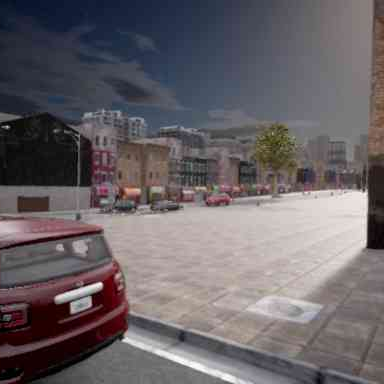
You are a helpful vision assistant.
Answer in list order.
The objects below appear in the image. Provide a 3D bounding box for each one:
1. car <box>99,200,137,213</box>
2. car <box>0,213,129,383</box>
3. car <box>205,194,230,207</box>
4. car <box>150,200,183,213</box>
[{"bbox_3d":[-8.483,1.702,38.539,1.837,1.490,4.892,2,1,35],"label":"car"},{"bbox_3d":[-3.152,1.313,5.024,5.009,1.841,2.192,0,2,36],"label":"car"},{"bbox_3d":[4.417,1.346,56.468,2.150,2.045,5.566,2,2,36],"label":"car"},{"bbox_3d":[-3.028,1.790,41.119,2.128,1.511,4.902,2,1,35],"label":"car"}]
